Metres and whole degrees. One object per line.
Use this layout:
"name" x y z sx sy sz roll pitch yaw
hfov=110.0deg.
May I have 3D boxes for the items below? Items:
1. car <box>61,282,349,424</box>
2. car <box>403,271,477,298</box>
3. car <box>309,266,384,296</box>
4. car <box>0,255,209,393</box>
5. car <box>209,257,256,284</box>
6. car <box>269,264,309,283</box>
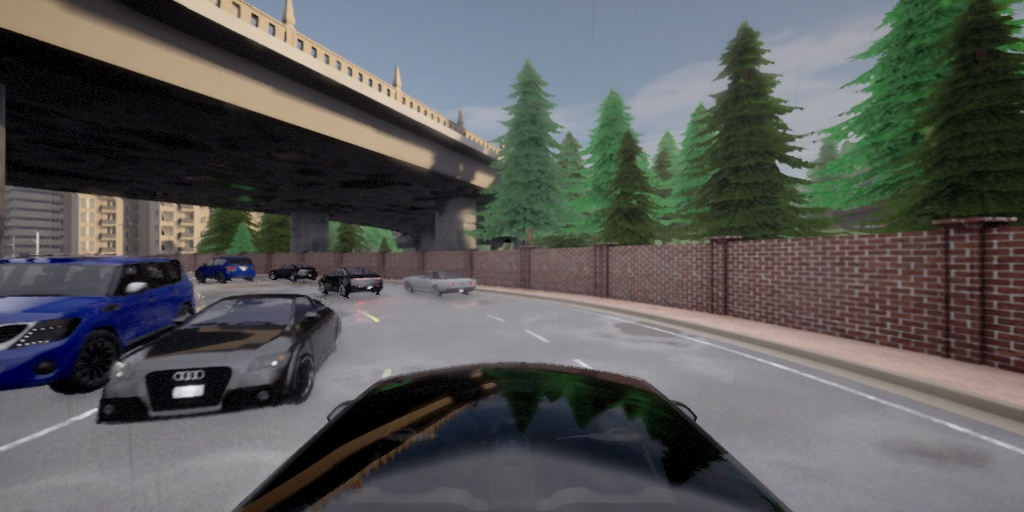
"car" -4.163 1.338 5.924 1.994 1.385 4.181 0 0 -16
"car" -4.070 1.447 19.527 1.895 1.301 4.718 0 0 -44
"car" -8.652 1.338 19.067 4.902 1.511 2.128 0 -1 44
"car" -7.903 1.001 6.533 2.150 2.045 5.566 1 -1 -25
"car" -23.134 1.130 29.002 5.566 2.045 2.150 0 0 27
"car" -18.577 1.403 30.428 4.902 1.511 2.128 0 0 29
